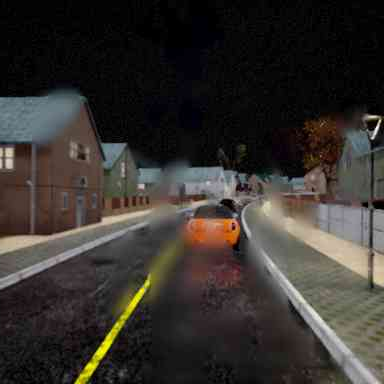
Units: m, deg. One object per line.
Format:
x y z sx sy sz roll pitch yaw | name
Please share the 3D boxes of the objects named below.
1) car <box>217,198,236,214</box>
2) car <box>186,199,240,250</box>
3.811 1.453 36.156 1.812 1.442 4.674 0 0 10 | car
0.943 1.350 14.655 2.097 1.767 4.553 0 0 5 | car
